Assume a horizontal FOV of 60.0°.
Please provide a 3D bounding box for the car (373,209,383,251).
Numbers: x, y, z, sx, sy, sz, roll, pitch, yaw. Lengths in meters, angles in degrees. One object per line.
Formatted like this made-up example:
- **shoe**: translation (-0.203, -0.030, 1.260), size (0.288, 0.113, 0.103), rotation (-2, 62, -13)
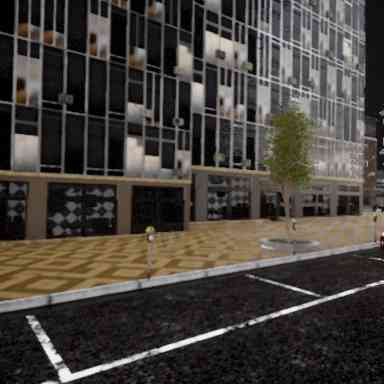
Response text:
- **car**: translation (9.152, 1.580, 13.067), size (4.097, 1.590, 1.967), rotation (1, 0, -35)

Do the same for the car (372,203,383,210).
- **car**: translation (25.075, 2.024, 41.810), size (2.008, 1.369, 4.403), rotation (1, -1, -35)
